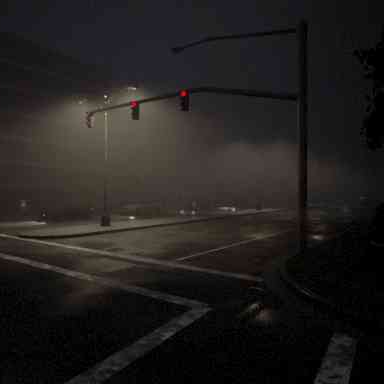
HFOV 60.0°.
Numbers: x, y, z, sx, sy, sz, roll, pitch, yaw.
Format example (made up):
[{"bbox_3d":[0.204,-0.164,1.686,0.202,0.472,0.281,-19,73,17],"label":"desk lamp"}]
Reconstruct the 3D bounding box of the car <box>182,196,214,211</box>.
[{"bbox_3d":[0.772,1.352,41.376,2.097,1.767,4.553,0,0,36],"label":"car"}]

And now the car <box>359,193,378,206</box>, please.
[{"bbox_3d":[28.728,1.221,54.042,2.150,2.045,5.566,0,0,36],"label":"car"}]

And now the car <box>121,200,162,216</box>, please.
[{"bbox_3d":[-4.960,1.524,33.480,1.812,1.442,4.674,0,0,36],"label":"car"}]

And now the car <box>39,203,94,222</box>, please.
[{"bbox_3d":[-9.952,1.564,26.600,1.994,1.385,4.181,0,0,36],"label":"car"}]

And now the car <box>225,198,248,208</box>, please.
[{"bbox_3d":[6.611,1.564,49.404,1.994,1.385,4.181,0,0,36],"label":"car"}]
